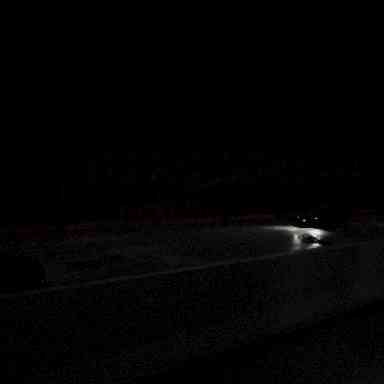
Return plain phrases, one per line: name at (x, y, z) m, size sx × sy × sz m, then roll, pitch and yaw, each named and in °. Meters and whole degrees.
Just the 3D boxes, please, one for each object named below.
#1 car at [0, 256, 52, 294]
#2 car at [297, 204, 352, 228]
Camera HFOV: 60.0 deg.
car at (-4.938, 1.541, 4.776) m, size 5.357 × 1.411 × 2.033 m, roll 1°, pitch 0°, yaw -35°
car at (9.506, 1.671, 23.743) m, size 4.892 × 1.490 × 1.837 m, roll 0°, pitch 0°, yaw -36°
